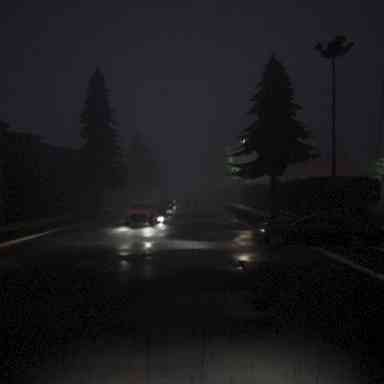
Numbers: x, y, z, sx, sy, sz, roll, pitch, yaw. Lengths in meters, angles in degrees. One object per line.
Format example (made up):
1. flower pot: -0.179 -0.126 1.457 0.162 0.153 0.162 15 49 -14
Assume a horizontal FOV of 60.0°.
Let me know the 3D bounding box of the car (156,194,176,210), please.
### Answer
1. car: -3.663 1.267 45.083 2.150 2.045 5.566 0 0 0

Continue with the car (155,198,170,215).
1. car: -3.656 1.636 34.606 1.895 1.301 4.718 0 0 0

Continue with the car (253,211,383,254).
1. car: 4.961 1.526 13.376 4.902 1.511 2.128 0 0 13

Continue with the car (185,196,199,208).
1. car: 0.014 1.578 49.638 1.812 1.442 4.674 0 0 0

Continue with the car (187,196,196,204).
1. car: -0.118 1.551 68.977 1.882 1.535 5.008 0 0 0

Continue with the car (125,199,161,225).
1. car: -3.641 1.502 24.644 1.882 1.535 5.008 0 0 0
